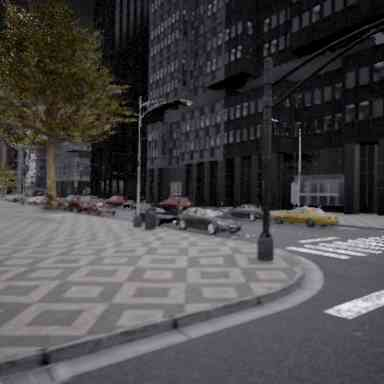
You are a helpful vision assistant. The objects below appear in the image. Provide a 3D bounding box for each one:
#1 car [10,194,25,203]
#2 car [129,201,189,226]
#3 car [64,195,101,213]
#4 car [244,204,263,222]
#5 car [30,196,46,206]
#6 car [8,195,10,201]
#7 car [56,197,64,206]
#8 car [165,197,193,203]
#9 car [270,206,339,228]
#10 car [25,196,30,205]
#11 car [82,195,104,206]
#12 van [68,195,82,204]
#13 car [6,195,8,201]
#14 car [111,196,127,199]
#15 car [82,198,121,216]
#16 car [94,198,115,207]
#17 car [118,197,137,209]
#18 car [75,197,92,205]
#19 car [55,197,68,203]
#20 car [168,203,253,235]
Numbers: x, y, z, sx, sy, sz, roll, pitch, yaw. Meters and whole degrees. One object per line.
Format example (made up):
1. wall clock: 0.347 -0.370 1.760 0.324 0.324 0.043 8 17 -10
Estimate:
1. car: -37.290 1.356 72.223 2.192 1.841 5.009 1 -1 -35
2. car: -2.319 1.515 22.677 1.947 1.339 4.313 1 -1 -35
3. car: -11.854 1.287 36.191 2.192 1.841 5.009 1 -1 -35
4. car: 4.640 1.678 27.599 2.008 1.369 4.403 1 -1 -35
5. car: -24.573 1.446 54.205 1.967 1.590 4.097 1 -1 -35
6. car: -40.473 1.601 76.723 2.008 1.369 4.403 1 -1 -35
7. car: -15.035 1.420 40.694 1.967 1.590 4.097 1 -1 -35
8. car: -1.715 1.457 36.609 2.192 1.841 5.009 1 -1 -35
9. car: 7.721 1.646 23.235 1.752 1.417 4.829 1 -1 -35
10. car: -27.656 1.539 58.569 1.752 1.417 4.829 1 -1 -35
11. car: -17.611 1.499 59.127 2.192 1.841 5.009 1 -1 -35
12. van: -23.970 1.542 68.133 1.690 1.788 3.998 1 -1 -35
13. car: -43.554 1.585 81.089 1.752 1.417 4.829 1 -1 -35
14. car: -11.253 1.481 50.120 2.192 1.841 5.009 1 -1 -35
15. car: -8.678 1.546 31.684 1.802 1.307 4.206 1 -1 -35
16. car: -14.436 1.720 54.620 1.887 1.381 4.507 1 -1 -35
17. car: -8.077 1.724 45.613 1.947 1.339 4.313 1 -1 -35
18. car: -20.794 1.737 63.627 1.887 1.381 4.507 1 -1 -35
19. car: -30.332 1.785 77.138 1.947 1.339 4.313 1 -1 -35
20. car: 0.861 1.493 18.173 2.008 1.369 4.403 1 -1 -35
